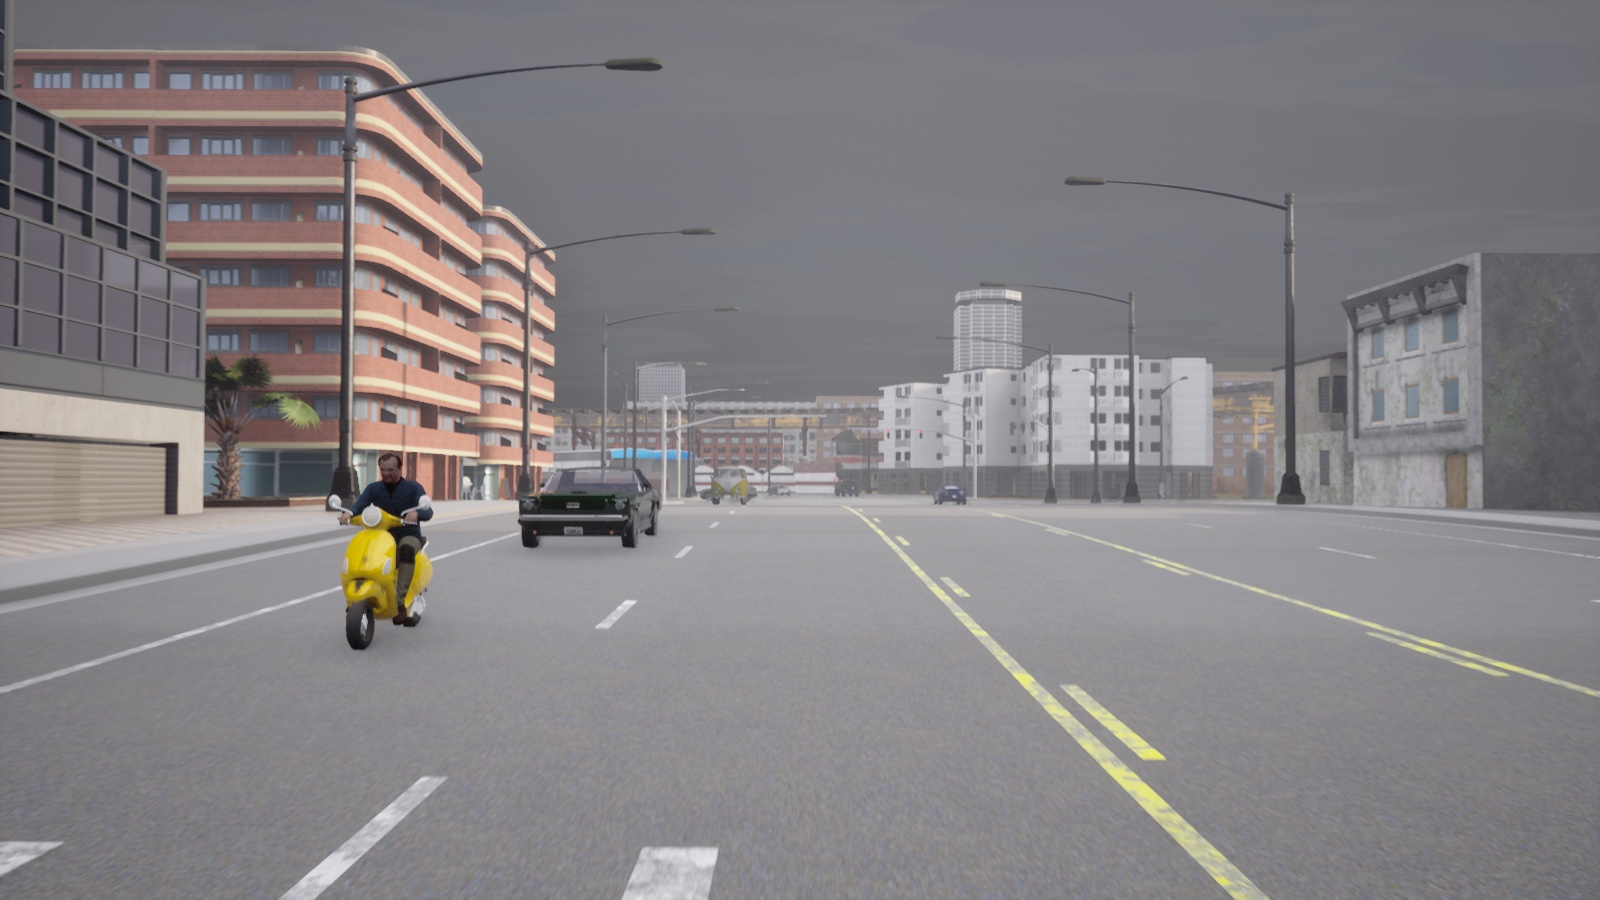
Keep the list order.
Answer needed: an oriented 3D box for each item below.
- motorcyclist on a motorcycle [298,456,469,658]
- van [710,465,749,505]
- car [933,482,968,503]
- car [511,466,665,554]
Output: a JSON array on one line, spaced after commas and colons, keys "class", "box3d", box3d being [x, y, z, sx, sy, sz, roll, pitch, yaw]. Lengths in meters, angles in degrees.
[{"class": "motorcyclist on a motorcycle", "box3d": [-3.527, 0.847, 10.811, 0.866, 1.590, 1.817, 0, 0, 0]}, {"class": "van", "box3d": [-3.660, 1.869, 65.756, 1.775, 1.987, 4.442, 0, -2, 0]}, {"class": "car", "box3d": [10.298, 2.922, 86.128, 1.812, 1.442, 4.674, 0, -2, 0]}, {"class": "car", "box3d": [-3.554, 0.964, 21.924, 1.895, 1.301, 4.718, 0, 0, 0]}]
